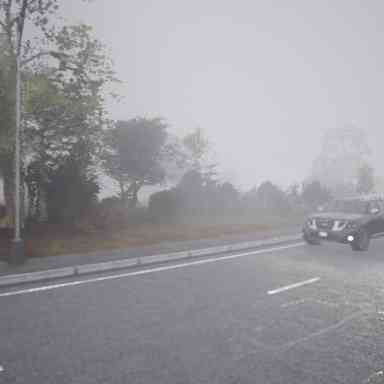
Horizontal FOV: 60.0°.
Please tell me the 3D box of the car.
[{"bbox_3d":[6.982,1.222,14.291,5.566,2.045,2.150,0,0,-41],"label":"car"}]
